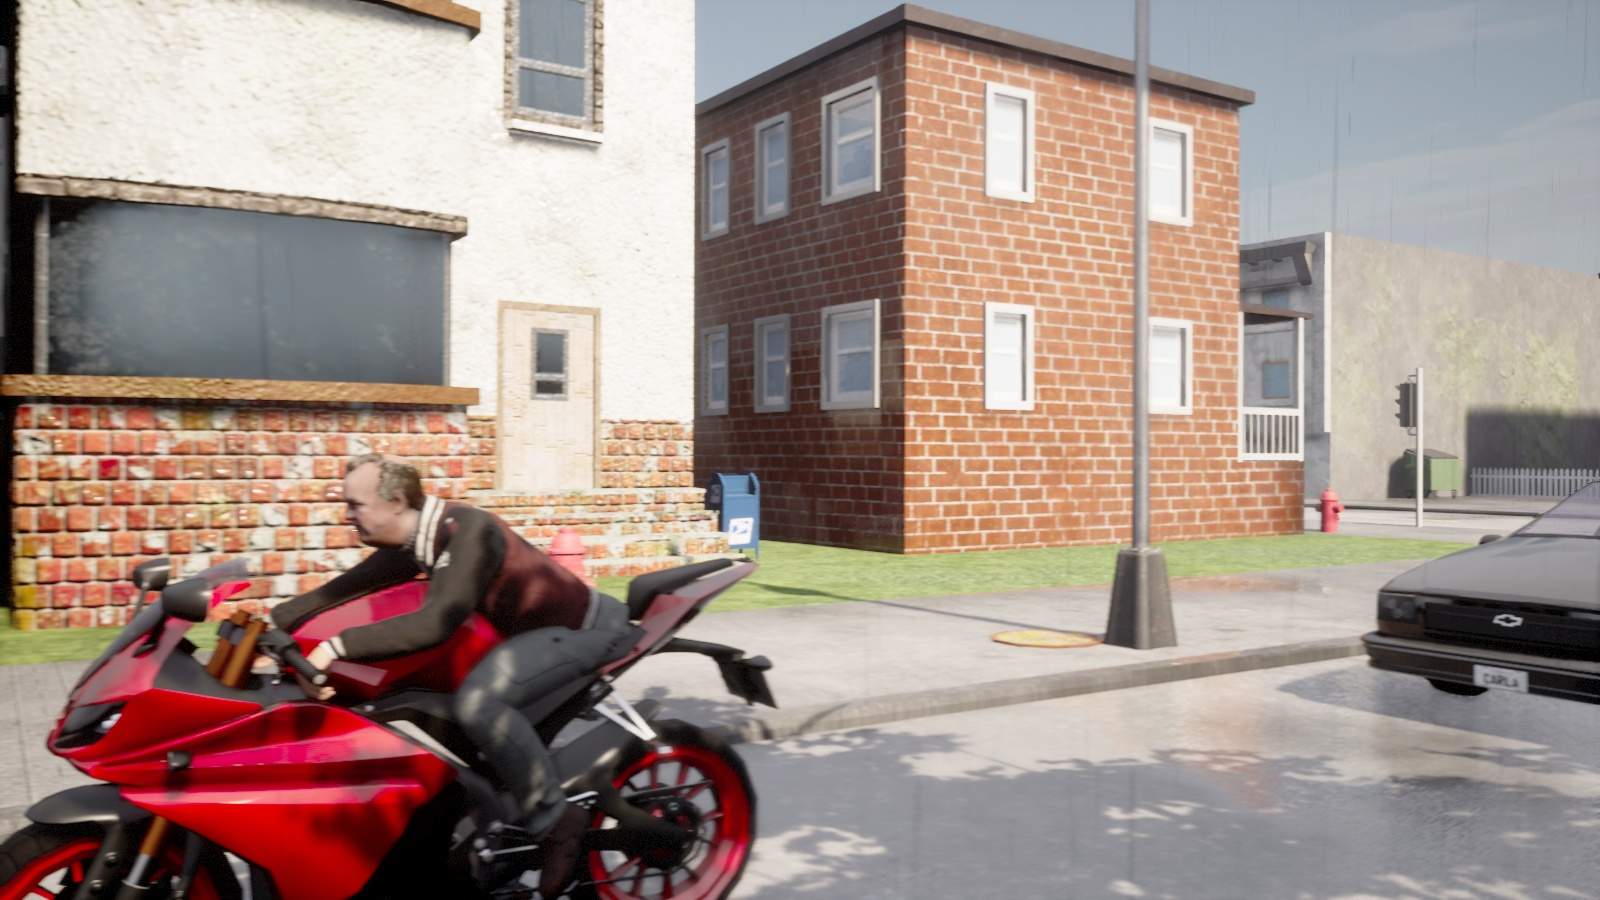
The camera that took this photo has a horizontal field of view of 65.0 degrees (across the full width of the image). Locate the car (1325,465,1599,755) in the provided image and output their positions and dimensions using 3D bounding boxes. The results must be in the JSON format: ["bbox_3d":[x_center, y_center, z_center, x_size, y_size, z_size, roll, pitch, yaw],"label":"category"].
[{"bbox_3d":[5.950,0.813,8.116,5.357,1.411,2.033,0,0,-33],"label":"car"}]

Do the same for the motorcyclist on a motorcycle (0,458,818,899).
[{"bbox_3d":[-1.099,0.792,3.519,2.191,1.530,0.866,0,0,-33],"label":"motorcyclist on a motorcycle"}]
